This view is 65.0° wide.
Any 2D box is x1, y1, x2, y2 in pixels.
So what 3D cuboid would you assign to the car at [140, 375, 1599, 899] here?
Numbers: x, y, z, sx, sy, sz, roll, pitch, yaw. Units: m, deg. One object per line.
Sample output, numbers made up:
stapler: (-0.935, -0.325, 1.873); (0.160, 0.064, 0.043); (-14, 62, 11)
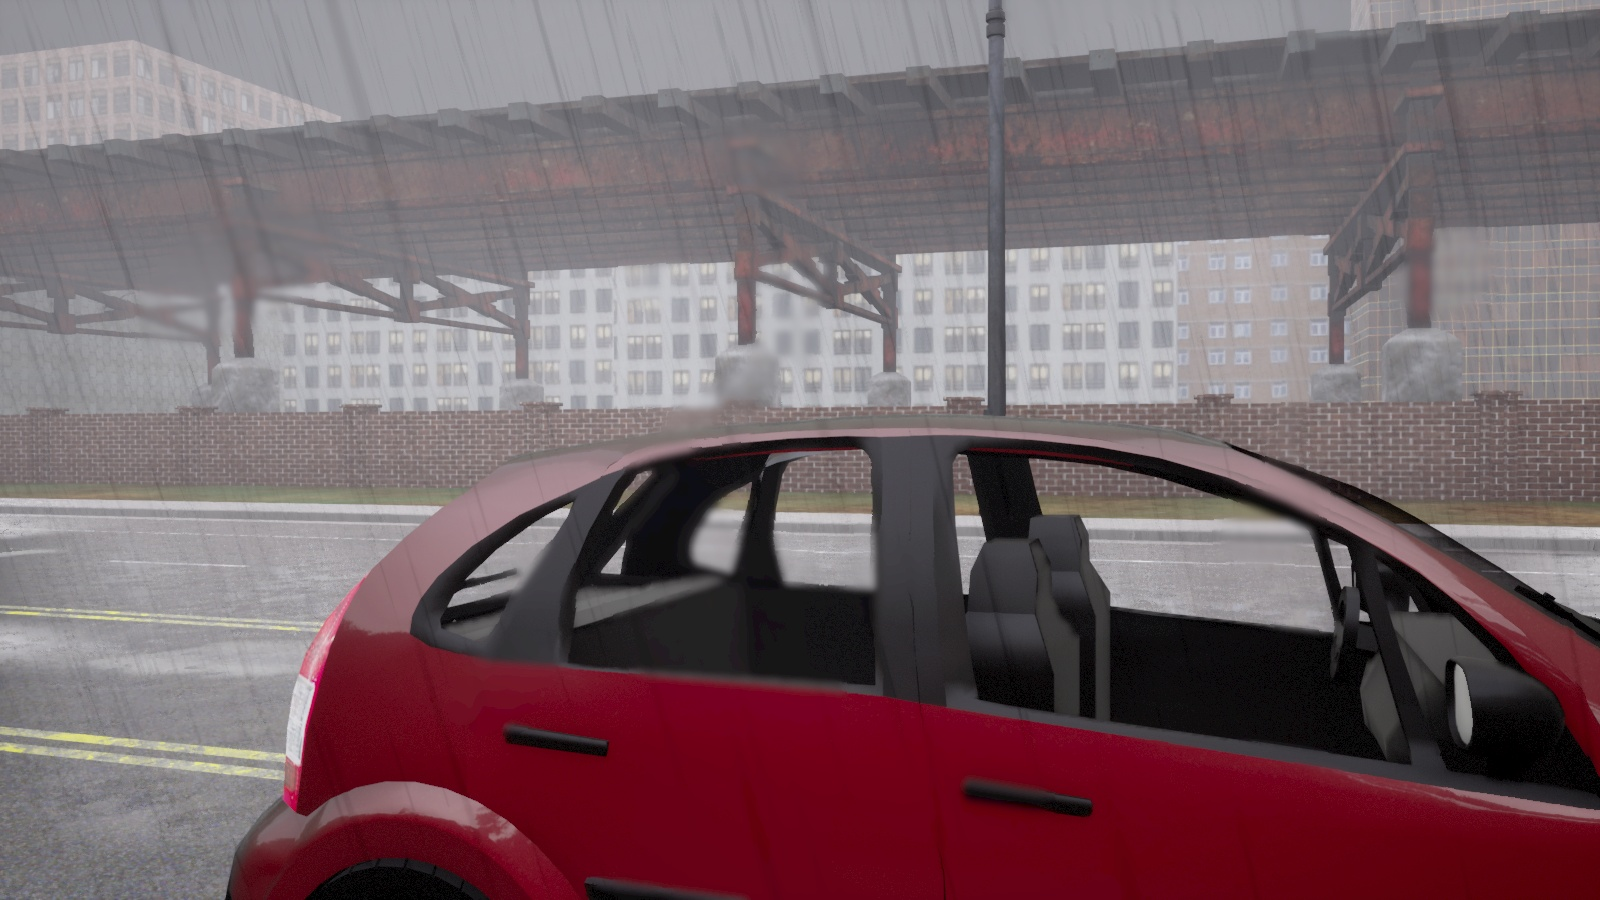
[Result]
car: (0.776, 0.681, 2.930); (3.988, 1.617, 1.851); (1, 1, 19)
